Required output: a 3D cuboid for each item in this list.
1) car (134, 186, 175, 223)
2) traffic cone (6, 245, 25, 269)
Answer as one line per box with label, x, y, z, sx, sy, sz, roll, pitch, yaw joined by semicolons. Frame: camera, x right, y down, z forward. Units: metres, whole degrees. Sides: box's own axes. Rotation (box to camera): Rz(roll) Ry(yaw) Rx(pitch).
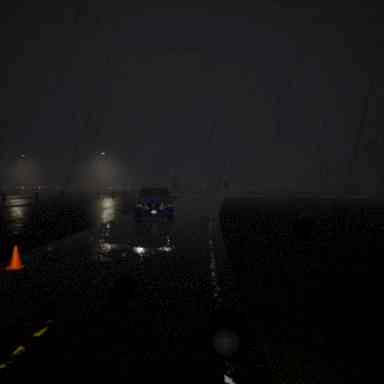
car;-2.285;0.663;20.624;2.150;2.045;5.566;0;1;-5
traffic cone;-4.664;1.712;8.808;0.340;0.580;0.340;0;2;2
